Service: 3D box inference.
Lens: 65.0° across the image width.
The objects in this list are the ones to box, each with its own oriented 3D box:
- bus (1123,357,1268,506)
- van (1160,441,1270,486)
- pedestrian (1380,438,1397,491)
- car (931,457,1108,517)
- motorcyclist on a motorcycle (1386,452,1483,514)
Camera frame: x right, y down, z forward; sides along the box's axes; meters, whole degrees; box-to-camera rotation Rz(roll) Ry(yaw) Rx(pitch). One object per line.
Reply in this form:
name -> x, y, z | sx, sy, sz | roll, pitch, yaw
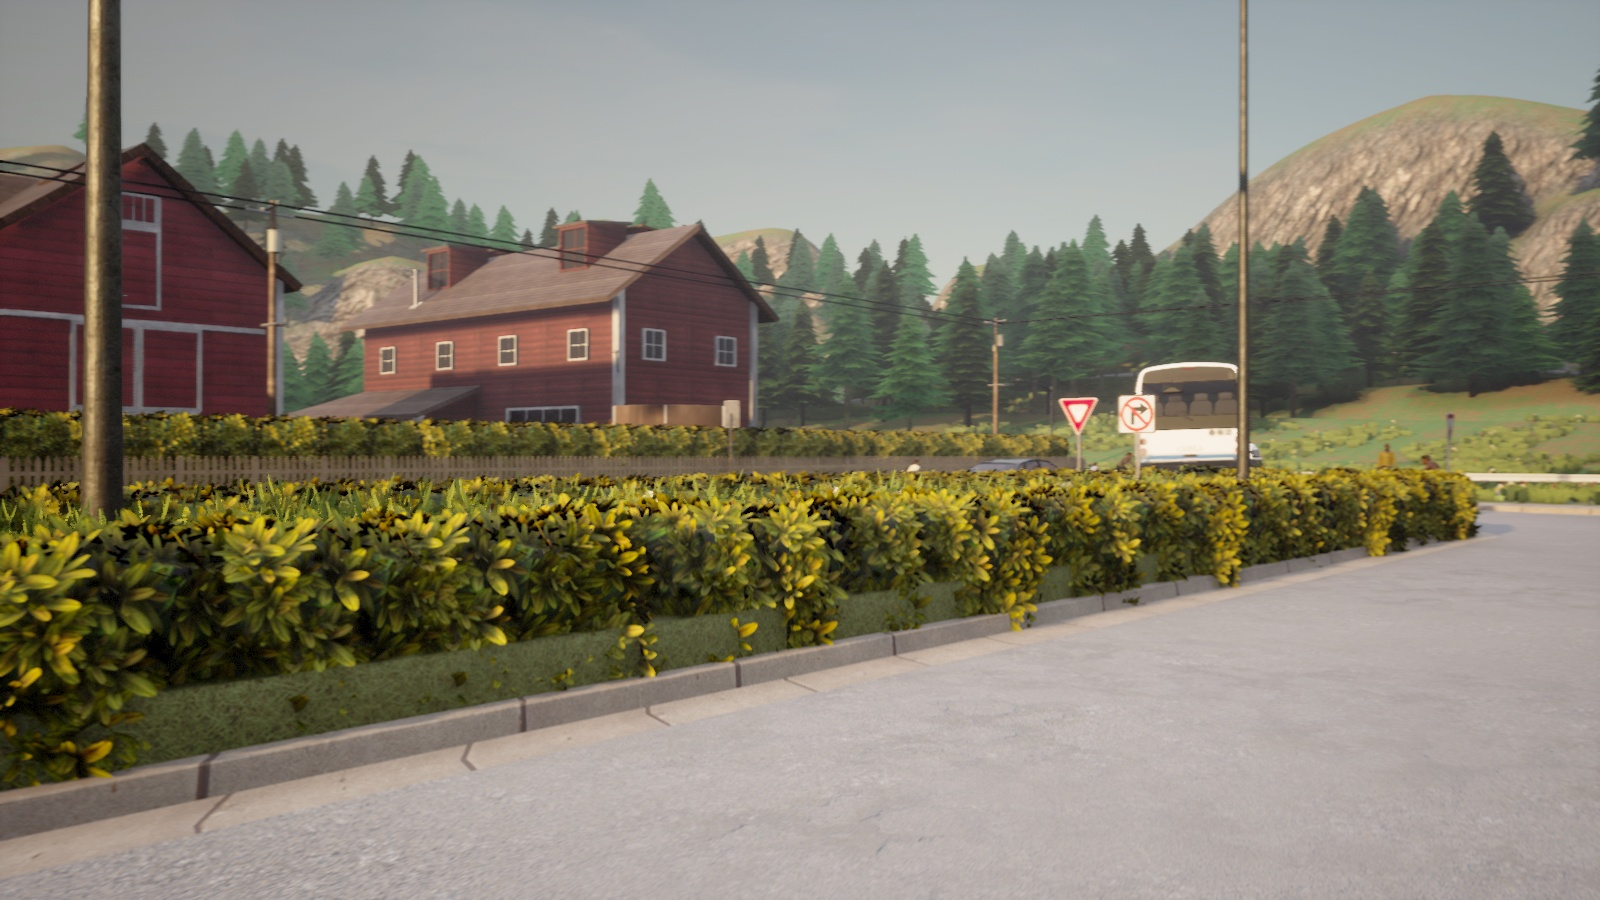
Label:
bus -> 13.389, -0.513, 41.791 | 3.944, 4.253, 10.273 | -2, 0, 20
van -> 19.511, 0.634, 59.152 | 4.480, 2.038, 2.069 | 0, 0, 41
pedestrian -> 20.818, 0.513, 44.428 | 0.370, 1.835, 0.726 | 0, 0, 9
car -> 5.750, 0.894, 32.384 | 2.033, 1.411, 5.357 | 0, 0, 41
motorcyclist on a motorcycle -> 16.108, 0.805, 31.926 | 0.797, 1.523, 2.044 | 0, 0, -38
